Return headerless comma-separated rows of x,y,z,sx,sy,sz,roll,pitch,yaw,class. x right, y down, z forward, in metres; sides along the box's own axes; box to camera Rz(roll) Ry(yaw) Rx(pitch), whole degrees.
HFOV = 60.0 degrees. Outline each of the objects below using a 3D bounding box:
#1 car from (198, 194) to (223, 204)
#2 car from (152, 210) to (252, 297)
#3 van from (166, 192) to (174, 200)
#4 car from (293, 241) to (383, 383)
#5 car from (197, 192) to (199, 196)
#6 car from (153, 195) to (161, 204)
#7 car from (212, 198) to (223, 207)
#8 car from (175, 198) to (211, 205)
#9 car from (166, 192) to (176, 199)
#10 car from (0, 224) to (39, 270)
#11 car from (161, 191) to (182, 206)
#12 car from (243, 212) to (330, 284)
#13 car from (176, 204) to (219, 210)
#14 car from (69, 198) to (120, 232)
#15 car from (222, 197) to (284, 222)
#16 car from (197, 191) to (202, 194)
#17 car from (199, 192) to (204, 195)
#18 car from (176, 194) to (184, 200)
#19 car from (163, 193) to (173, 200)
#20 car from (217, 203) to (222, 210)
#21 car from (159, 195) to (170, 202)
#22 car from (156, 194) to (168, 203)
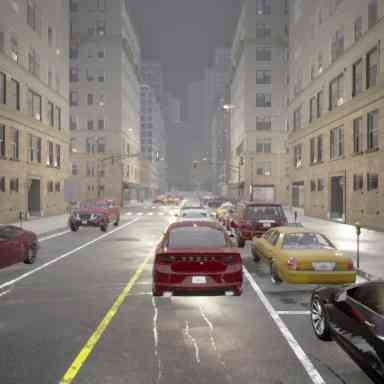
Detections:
3.612,1.407,42.496,4.892,1.490,1.837,0,2,21,car
0.078,1.473,8.640,1.882,1.535,5.008,0,0,-1,car
-5.693,0.967,85.037,1.690,1.788,3.998,1,0,0,van
2.768,1.566,3.594,1.947,1.339,4.313,0,0,0,car
2.826,1.249,79.604,1.802,1.307,4.206,1,0,0,car
-5.716,1.361,57.922,1.887,1.381,4.507,0,0,0,car
2.785,1.486,25.974,1.752,1.417,4.829,0,0,0,car
0.091,1.454,25.300,2.128,1.511,4.902,0,0,0,car
-5.689,0.898,90.460,2.192,1.841,5.009,1,0,0,car
-5.754,1.577,9.158,1.802,1.307,4.206,0,0,0,car
-3.112,1.203,51.752,2.097,1.767,4.553,0,0,2,car
2.773,1.519,9.315,1.752,1.417,4.829,0,0,0,car
0.110,1.510,16.158,1.812,1.442,4.674,0,0,0,car
-5.744,1.291,20.264,2.192,1.841,5.009,0,0,0,car
2.777,1.302,14.699,2.192,1.841,5.009,0,0,0,car
2.835,1.023,90.448,1.967,1.590,4.097,1,0,0,car
2.818,1.270,68.925,1.752,1.417,4.829,1,0,0,car
-2.943,1.183,80.755,1.812,1.442,4.674,0,0,0,car
-5.698,1.107,79.615,1.967,1.590,4.097,1,0,0,car
2.781,1.558,20.250,1.802,1.307,4.206,0,0,0,car
-5.707,1.291,68.769,1.887,1.381,4.507,1,0,0,car
-5.711,1.223,63.345,1.967,1.590,4.097,1,0,0,car
